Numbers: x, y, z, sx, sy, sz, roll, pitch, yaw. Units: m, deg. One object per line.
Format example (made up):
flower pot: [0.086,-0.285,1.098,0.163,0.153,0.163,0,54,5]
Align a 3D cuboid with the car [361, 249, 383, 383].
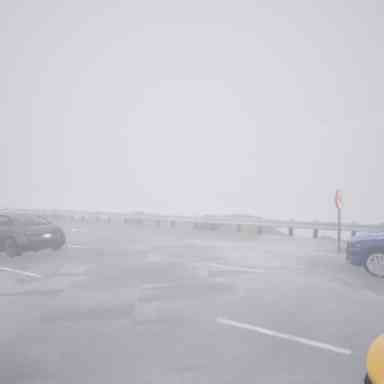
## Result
car: [3.586,1.436,1.530,5.008,1.535,1.882,0,0,36]

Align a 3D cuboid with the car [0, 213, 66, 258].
car: [-6.764,1.501,12.619,4.181,1.385,1.994,0,0,31]

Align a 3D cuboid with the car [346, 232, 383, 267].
car: [6.456,1.362,8.038,5.008,1.535,1.882,0,0,35]
